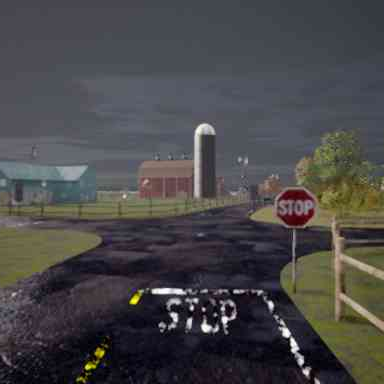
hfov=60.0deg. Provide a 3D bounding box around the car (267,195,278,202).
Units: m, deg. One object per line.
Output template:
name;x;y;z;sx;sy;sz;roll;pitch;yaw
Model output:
car;18.336;1.402;75.465;1.994;1.385;4.181;0;0;20

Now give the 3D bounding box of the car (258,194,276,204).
car;14.817;1.478;65.654;2.128;1.511;4.902;0;0;20
